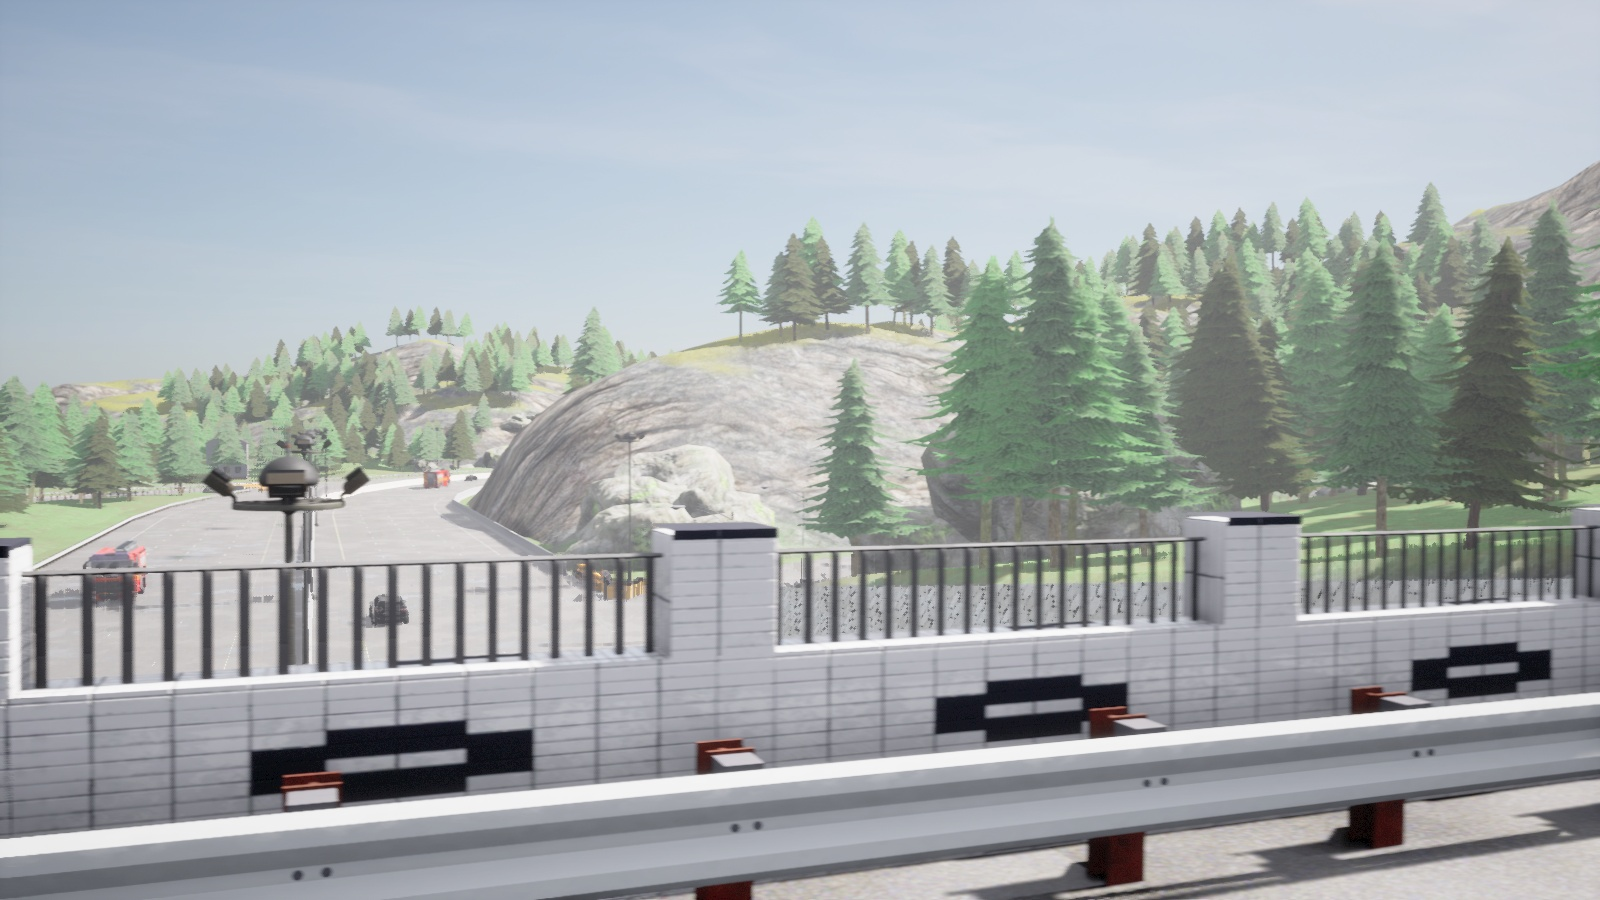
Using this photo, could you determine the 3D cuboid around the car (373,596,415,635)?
[{"bbox_3d":[-25.914,10.518,80.055,2.242,1.667,4.611,-2,1,-21],"label":"car"}]
